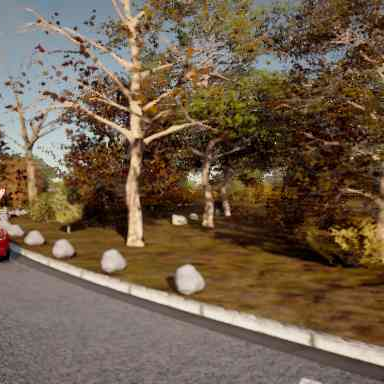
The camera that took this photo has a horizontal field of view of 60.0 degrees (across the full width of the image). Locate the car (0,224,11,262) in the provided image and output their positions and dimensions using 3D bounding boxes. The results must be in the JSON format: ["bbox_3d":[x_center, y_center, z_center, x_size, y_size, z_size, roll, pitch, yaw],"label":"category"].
[{"bbox_3d":[-7.741,1.330,11.052,2.097,1.767,4.553,0,0,-44],"label":"car"}]
